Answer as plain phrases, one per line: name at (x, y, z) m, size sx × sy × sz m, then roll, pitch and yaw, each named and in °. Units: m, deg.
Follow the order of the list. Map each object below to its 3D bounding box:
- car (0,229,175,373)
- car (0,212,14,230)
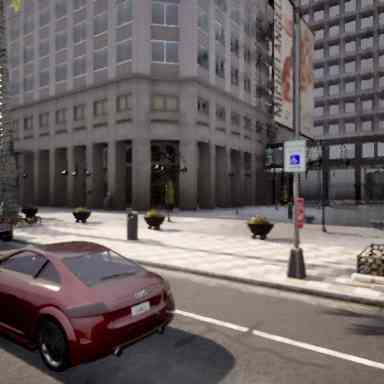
car at (-2.327, 1.550, 5.685) m, size 4.181 × 1.385 × 1.994 m, roll 0°, pitch 0°, yaw 36°
car at (-9.881, 1.470, 14.893) m, size 4.786 × 1.482 × 2.161 m, roll 0°, pitch 0°, yaw 35°
